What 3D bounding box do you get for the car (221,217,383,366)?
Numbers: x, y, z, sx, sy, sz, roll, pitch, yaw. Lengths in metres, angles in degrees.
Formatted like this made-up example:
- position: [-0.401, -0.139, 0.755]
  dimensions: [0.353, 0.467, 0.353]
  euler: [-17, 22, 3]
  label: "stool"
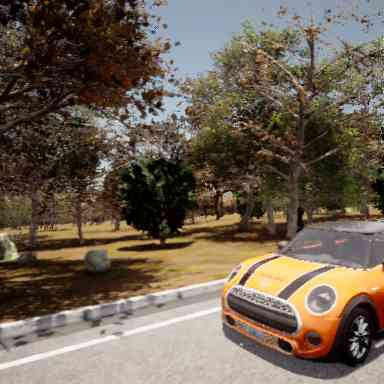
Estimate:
- position: [2.692, 1.349, 5.915]
  dimensions: [4.553, 1.767, 2.097]
  euler: [0, 0, -36]
  label: "car"
